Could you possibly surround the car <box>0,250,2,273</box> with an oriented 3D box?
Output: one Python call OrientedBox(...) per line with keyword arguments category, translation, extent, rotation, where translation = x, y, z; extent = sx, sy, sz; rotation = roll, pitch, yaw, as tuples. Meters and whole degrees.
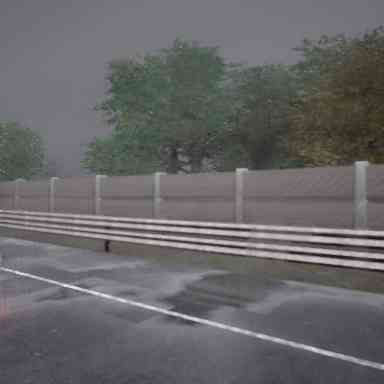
OrientedBox(category="car", translation=(-6.835, 1.617, 8.871), extent=(4.674, 1.442, 1.812), rotation=(0, 0, 36))
